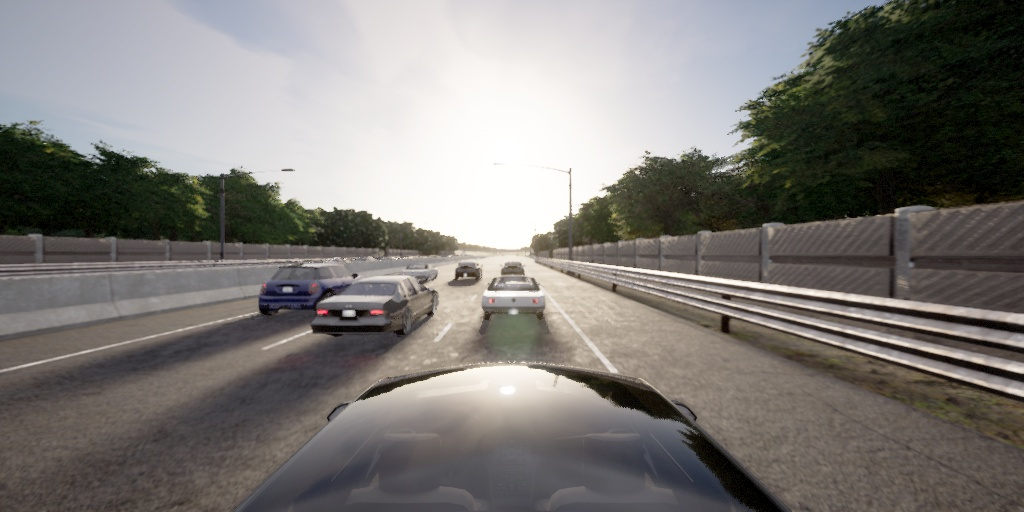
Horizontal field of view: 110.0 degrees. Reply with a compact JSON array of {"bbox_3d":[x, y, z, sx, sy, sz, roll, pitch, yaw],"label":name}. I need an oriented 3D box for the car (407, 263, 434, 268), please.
[{"bbox_3d":[-6.943,1.213,27.434,1.895,1.301,4.718,0,0,0],"label":"car"}]

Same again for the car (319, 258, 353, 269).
[{"bbox_3d":[-24.575,1.031,50.336,2.033,1.411,5.357,0,0,1],"label":"car"}]

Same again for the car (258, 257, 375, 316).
[{"bbox_3d":[-6.936,1.042,13.219,2.097,1.767,4.553,0,0,0],"label":"car"}]

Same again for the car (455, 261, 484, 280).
[{"bbox_3d":[-3.434,1.110,28.912,1.837,1.490,4.892,0,1,0],"label":"car"}]

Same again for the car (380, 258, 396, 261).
[{"bbox_3d":[-17.584,0.985,50.632,1.837,1.490,4.892,0,1,0],"label":"car"}]

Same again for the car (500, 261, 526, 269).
[{"bbox_3d":[0.066,1.109,28.996,1.837,1.490,4.892,0,1,0],"label":"car"}]

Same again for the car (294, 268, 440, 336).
[{"bbox_3d":[-3.454,1.253,10.160,2.033,1.411,5.357,0,0,1],"label":"car"}]

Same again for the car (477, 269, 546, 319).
[{"bbox_3d":[0.060,1.295,12.433,1.895,1.301,4.718,0,0,0],"label":"car"}]
